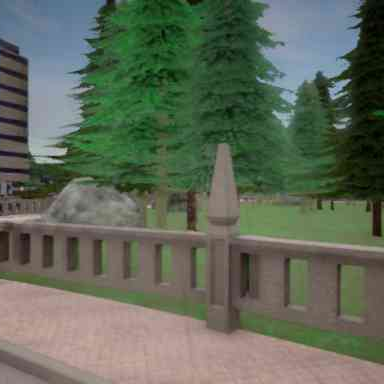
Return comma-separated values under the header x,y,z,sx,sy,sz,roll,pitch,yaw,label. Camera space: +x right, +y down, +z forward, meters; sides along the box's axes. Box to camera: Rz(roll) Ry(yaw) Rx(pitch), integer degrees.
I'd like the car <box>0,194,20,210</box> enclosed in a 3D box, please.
x,y,z,sx,sy,sz,roll,pitch,yaw,label
-20.164,1.153,35.243,2.097,1.767,4.553,0,0,22,car
